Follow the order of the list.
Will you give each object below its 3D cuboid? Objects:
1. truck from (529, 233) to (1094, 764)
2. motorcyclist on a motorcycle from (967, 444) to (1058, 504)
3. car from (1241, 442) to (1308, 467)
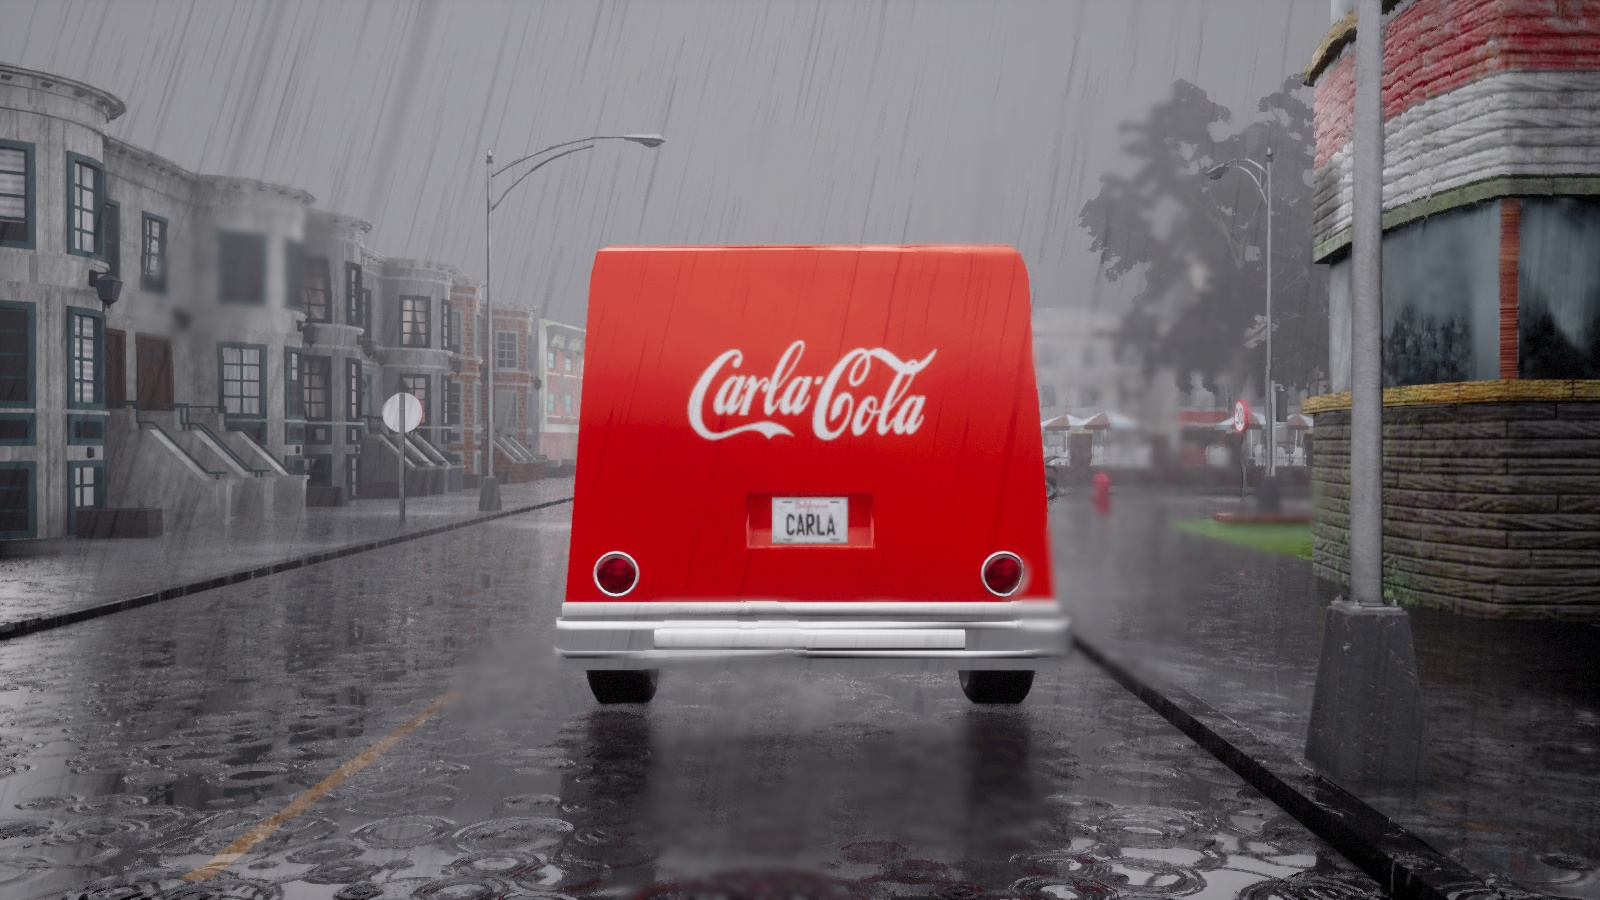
[{"bbox_3d":[0.065,0.212,8.449,2.627,2.467,5.204,0,0,0],"label":"truck"},{"bbox_3d":[5.493,0.602,32.541,2.191,1.530,0.866,0,0,0],"label":"motorcyclist on a motorcycle"},{"bbox_3d":[30.837,0.289,81.677,3.705,1.549,1.789,0,0,0],"label":"car"}]
